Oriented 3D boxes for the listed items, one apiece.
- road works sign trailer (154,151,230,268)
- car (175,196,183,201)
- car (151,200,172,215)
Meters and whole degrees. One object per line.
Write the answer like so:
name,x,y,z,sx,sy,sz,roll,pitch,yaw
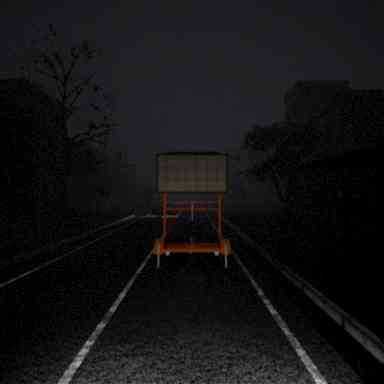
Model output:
road works sign trailer,0.009,0.446,11.178,2.380,3.560,2.880,0,0,0
car,-2.939,1.623,75.949,2.033,1.411,5.357,0,0,0
car,-3.069,1.591,34.394,1.837,1.490,4.892,0,0,0
